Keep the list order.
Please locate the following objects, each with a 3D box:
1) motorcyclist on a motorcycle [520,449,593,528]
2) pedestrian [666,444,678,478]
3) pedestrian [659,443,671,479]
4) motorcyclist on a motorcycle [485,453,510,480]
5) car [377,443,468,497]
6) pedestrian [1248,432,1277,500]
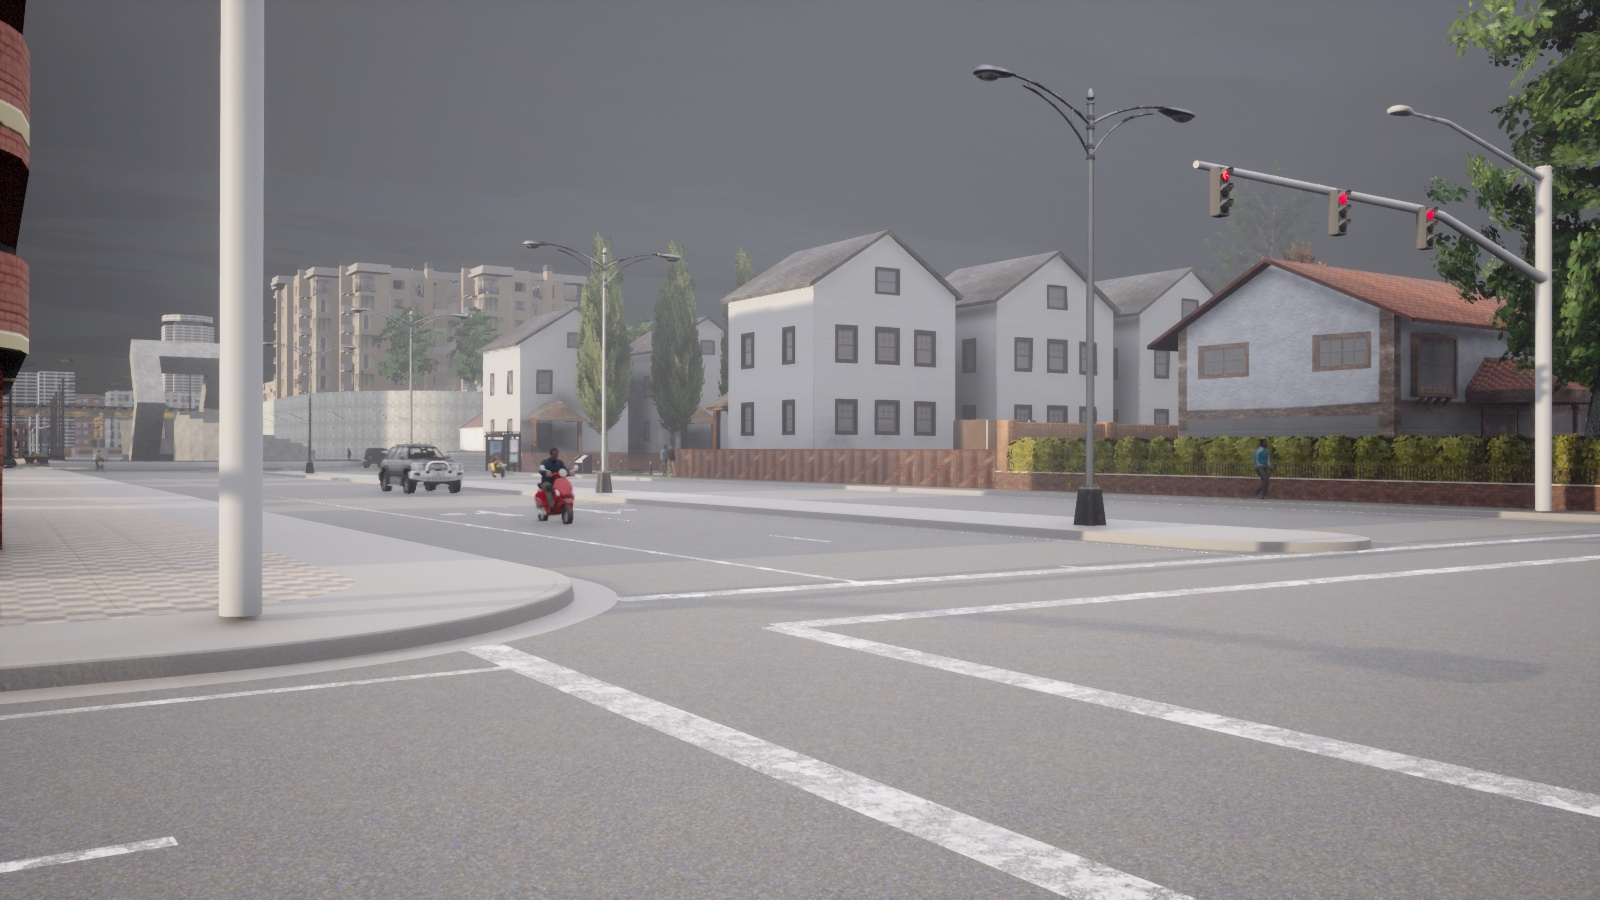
[{"bbox_3d":[-5.111,0.773,26.318,0.866,1.590,1.817,0,0,-33],"label":"motorcyclist on a motorcycle"},{"bbox_3d":[-6.894,0.580,67.556,0.431,1.840,0.703,0,0,-29],"label":"pedestrian"},{"bbox_3d":[-7.339,0.583,68.393,0.396,1.930,0.692,0,0,-32],"label":"pedestrian"},{"bbox_3d":[-17.371,0.940,72.079,0.797,1.523,2.044,0,0,-33],"label":"motorcyclist on a motorcycle"},{"bbox_3d":[-13.853,0.703,45.895,1.932,1.855,4.605,0,0,-33],"label":"car"},{"bbox_3d":[13.389,0.460,36.336,0.396,1.930,0.692,0,0,-32],"label":"pedestrian"}]
